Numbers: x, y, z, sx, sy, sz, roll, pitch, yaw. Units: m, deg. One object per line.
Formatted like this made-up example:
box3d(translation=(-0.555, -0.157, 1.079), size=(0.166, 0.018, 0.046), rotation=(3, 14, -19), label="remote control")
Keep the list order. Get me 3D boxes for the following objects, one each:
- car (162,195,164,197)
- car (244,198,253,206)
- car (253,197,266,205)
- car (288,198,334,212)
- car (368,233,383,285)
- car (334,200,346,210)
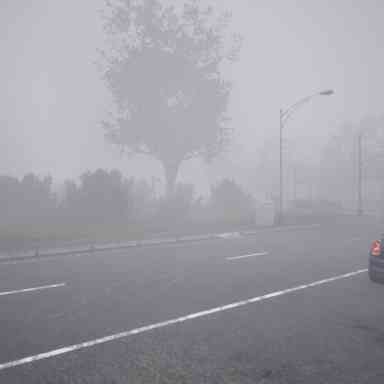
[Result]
box3d(translation=(-4.867, 1.392, 67.689), size=(1.837, 1.490, 4.892), rotation=(0, 0, -36), label="car")
box3d(translation=(6.477, 1.471, 50.684), size=(2.128, 1.511, 4.902), rotation=(0, 0, -33), label="car")
box3d(translation=(9.781, 1.459, 52.018), size=(1.882, 1.535, 5.008), rotation=(0, 0, -33), label="car")
box3d(translation=(13.688, 1.490, 39.304), size=(2.128, 1.511, 4.902), rotation=(0, 0, -32), label="car")
box3d(translation=(6.435, 1.352, 8.310), size=(4.553, 1.767, 2.097), rotation=(0, 0, -35), label="car")
box3d(translation=(16.585, 1.490, 41.272), size=(2.128, 1.511, 4.902), rotation=(0, 0, -32), label="car")
